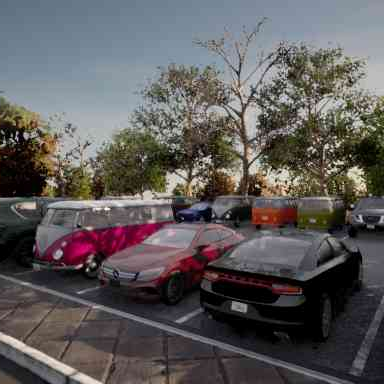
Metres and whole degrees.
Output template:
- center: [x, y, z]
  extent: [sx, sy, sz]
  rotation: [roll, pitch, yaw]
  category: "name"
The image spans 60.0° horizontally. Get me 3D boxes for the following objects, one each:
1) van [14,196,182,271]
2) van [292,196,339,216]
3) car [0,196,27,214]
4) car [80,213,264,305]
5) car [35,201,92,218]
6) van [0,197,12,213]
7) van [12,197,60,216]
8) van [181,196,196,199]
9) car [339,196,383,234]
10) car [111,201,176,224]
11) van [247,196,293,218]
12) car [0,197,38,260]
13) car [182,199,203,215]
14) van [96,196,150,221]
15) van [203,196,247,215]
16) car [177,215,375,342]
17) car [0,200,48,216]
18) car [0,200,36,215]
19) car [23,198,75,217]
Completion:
- center: [-2.471, 1.234, 9.859]
  extent: [1.878, 1.987, 4.442]
  rotation: [0, 0, 36]
  category: "van"
- center: [7.548, 1.241, 19.060]
  extent: [1.878, 1.987, 4.442]
  rotation: [0, 0, 36]
  category: "van"
- center: [-23.917, 1.616, 41.480]
  extent: [2.435, 2.045, 5.566]
  rotation: [-1, -1, 36]
  category: "car"
- center: [-0.145, 1.509, 8.340]
  extent: [2.002, 1.452, 4.674]
  rotation: [0, 0, 36]
  category: "car"
- center: [-12.777, 1.683, 33.463]
  extent: [2.097, 1.535, 5.008]
  rotation: [-1, -1, 36]
  category: "car"
- center: [-26.215, 1.695, 43.237]
  extent: [1.878, 1.987, 4.442]
  rotation: [-1, -1, 36]
  category: "van"
- center: [-17.111, 1.527, 36.717]
  extent: [1.878, 1.987, 4.442]
  rotation: [-1, -1, 36]
  category: "van"
- center: [-1.482, 1.278, 25.239]
  extent: [1.878, 1.987, 4.442]
  rotation: [-1, -1, 36]
  category: "van"
- center: [9.716, 1.225, 17.329]
  extent: [2.435, 2.045, 5.566]
  rotation: [0, 0, 36]
  category: "car"
- center: [-3.770, 1.536, 26.793]
  extent: [1.946, 1.575, 5.366]
  rotation: [-1, -1, 36]
  category: "car"
- center: [5.397, 1.233, 20.599]
  extent: [1.878, 1.987, 4.442]
  rotation: [0, 0, 36]
  category: "van"
- center: [-4.643, 1.200, 11.593]
  extent: [2.435, 2.045, 5.566]
  rotation: [0, 0, 36]
  category: "car"
- center: [0.843, 1.468, 23.723]
  extent: [2.097, 1.535, 5.008]
  rotation: [-1, -1, 36]
  category: "car"
- center: [-5.850, 1.349, 28.653]
  extent: [1.878, 1.987, 4.442]
  rotation: [-1, -1, 36]
  category: "van"
- center: [2.901, 1.224, 22.100]
  extent: [1.878, 1.987, 4.442]
  rotation: [0, 0, 36]
  category: "van"
- center: [2.108, 1.478, 6.718]
  extent: [2.097, 1.535, 5.008]
  rotation: [0, 0, 36]
  category: "car"
- center: [-19.433, 1.789, 38.228]
  extent: [2.231, 1.521, 4.892]
  rotation: [-1, -1, 36]
  category: "car"
- center: [-21.787, 1.823, 39.694]
  extent: [1.946, 1.575, 5.366]
  rotation: [-1, -1, 36]
  category: "car"
- center: [-14.944, 1.591, 34.983]
  extent: [2.185, 1.767, 4.553]
  rotation: [-1, -1, 36]
  category: "car"
